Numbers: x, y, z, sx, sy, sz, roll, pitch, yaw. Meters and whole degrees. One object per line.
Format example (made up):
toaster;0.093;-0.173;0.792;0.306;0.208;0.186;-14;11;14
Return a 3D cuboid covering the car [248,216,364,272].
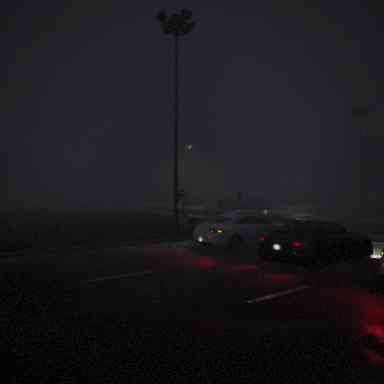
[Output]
car;4.151;1.609;11.028;4.181;1.385;1.994;0;0;-35

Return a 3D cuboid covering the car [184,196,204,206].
car;0.147;1.508;58.882;2.097;1.767;4.553;0;0;-35

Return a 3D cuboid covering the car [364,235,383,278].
car;6.540;1.572;8.432;4.674;1.442;1.812;0;0;-35

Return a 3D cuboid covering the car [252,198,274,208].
car;9.079;1.661;45.948;1.837;1.490;4.892;0;0;-35

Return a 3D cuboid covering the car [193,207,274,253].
car;2.211;1.571;13.941;4.674;1.442;1.812;0;0;-35

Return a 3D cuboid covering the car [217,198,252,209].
car;5.424;1.645;45.063;1.837;1.490;4.892;0;0;-35
